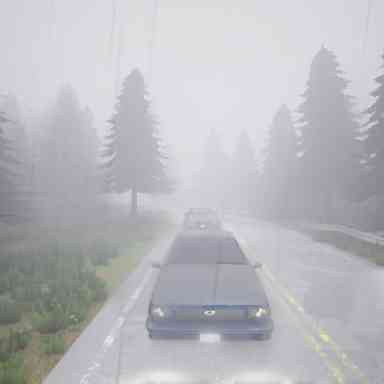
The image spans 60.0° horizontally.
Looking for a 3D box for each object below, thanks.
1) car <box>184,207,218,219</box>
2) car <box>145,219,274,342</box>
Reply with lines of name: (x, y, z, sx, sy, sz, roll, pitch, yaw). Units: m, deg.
car: (0.500, 1.584, 19.180, 1.994, 1.385, 4.181, 0, 0, -2)
car: (0.294, 1.558, 7.095, 2.033, 1.411, 5.357, 0, 0, 1)
